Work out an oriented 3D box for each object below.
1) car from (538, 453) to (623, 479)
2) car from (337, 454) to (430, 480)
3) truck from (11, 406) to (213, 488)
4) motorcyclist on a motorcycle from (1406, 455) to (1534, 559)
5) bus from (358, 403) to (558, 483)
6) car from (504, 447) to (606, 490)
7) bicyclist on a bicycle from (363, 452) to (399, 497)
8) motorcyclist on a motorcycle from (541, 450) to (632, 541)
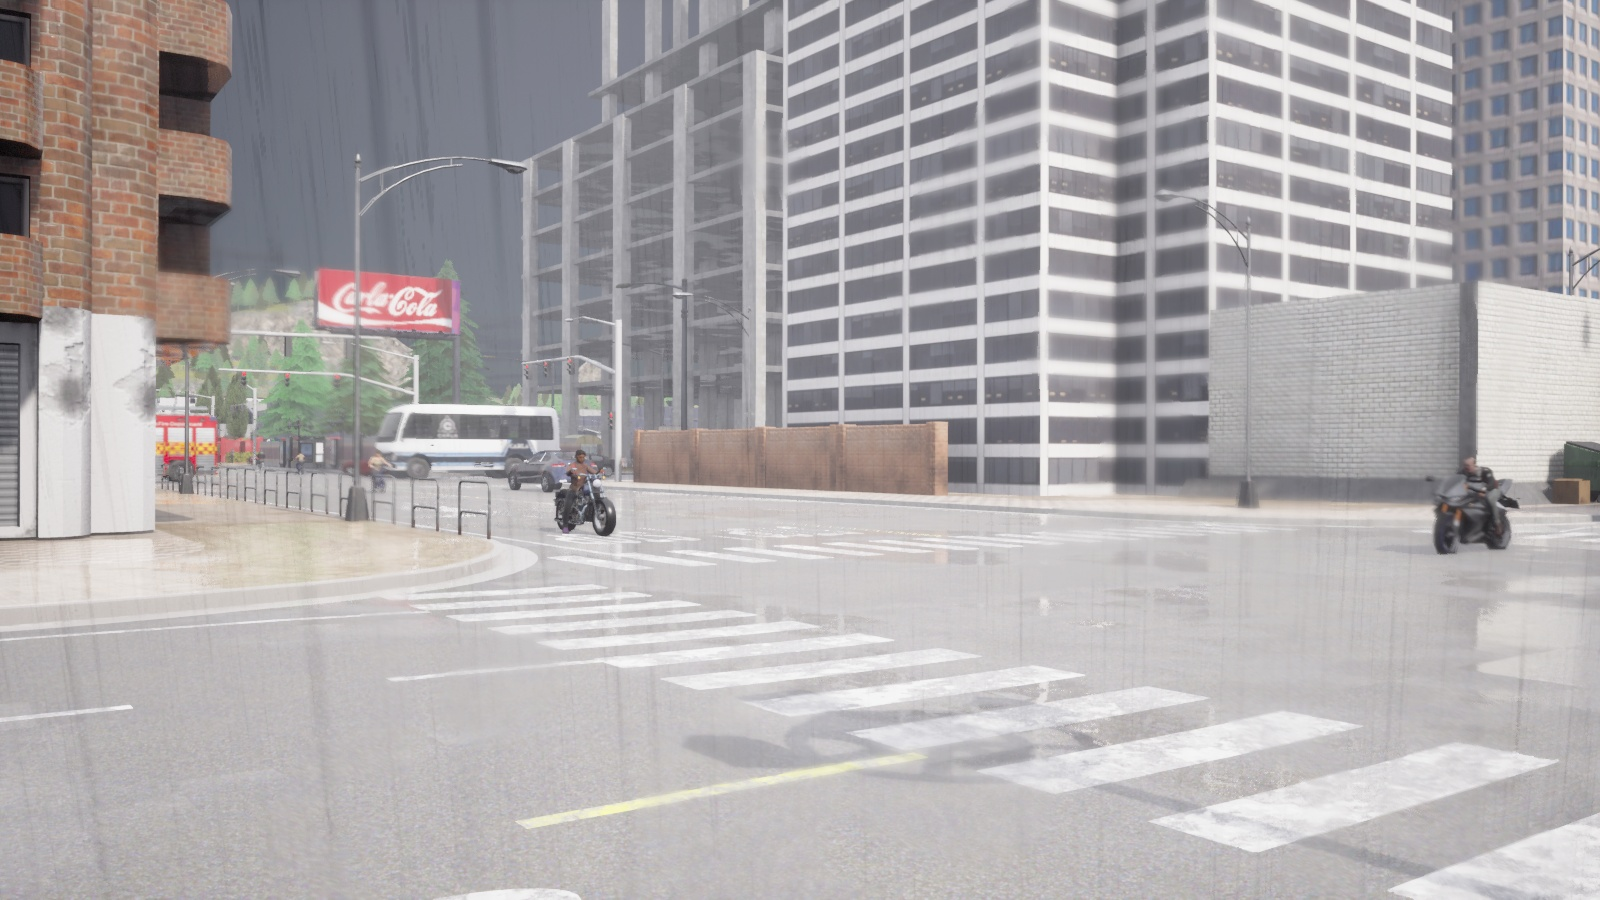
[{"bbox_3d":[-13.925,1.003,79.920,5.008,1.535,1.882,0,0,-35],"label":"car"},{"bbox_3d":[-25.160,1.017,75.902,5.008,1.535,1.882,0,0,7],"label":"car"},{"bbox_3d":[-33.815,-0.141,61.897,8.468,3.827,2.891,0,0,-35],"label":"truck"},{"bbox_3d":[10.455,0.847,19.573,2.191,1.530,0.866,0,0,-35],"label":"motorcyclist on a motorcycle"},{"bbox_3d":[-19.407,-0.360,71.638,10.273,4.253,3.944,0,0,-37],"label":"bus"},{"bbox_3d":[-9.902,0.723,50.491,2.152,1.651,5.027,0,0,-35],"label":"car"},{"bbox_3d":[-15.432,0.883,46.213,0.866,1.612,1.509,0,0,-35],"label":"bicyclist on a bicycle"},{"bbox_3d":[-4.087,0.818,23.884,0.766,1.649,2.350,0,0,-35],"label":"motorcyclist on a motorcycle"}]
